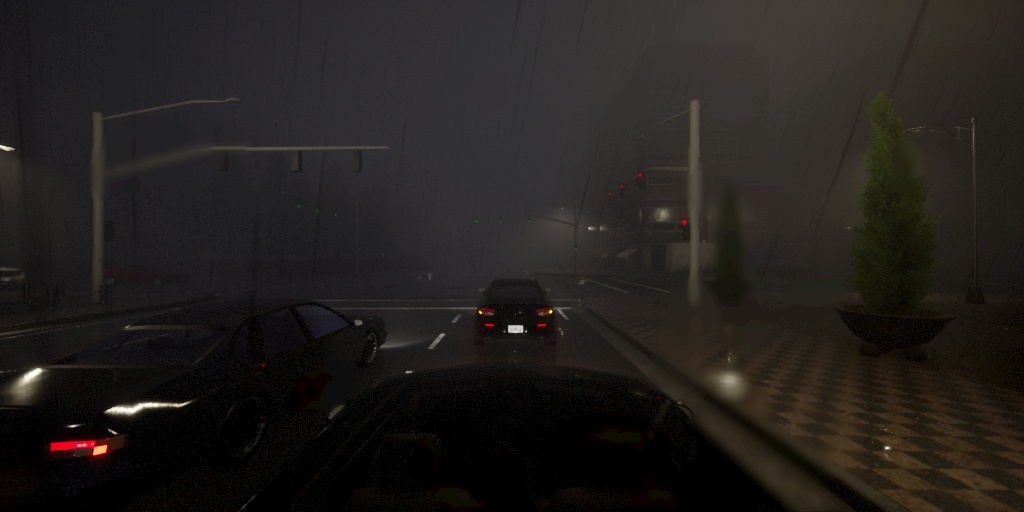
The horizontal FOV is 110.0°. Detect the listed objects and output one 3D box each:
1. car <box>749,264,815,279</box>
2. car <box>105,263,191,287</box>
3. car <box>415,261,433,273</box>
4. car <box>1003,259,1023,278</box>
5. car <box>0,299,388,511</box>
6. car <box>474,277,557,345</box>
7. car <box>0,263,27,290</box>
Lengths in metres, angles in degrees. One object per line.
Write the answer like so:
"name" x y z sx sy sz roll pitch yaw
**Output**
"car" 24.042 1.405 32.080 4.718 1.301 1.895 0 0 0
"car" -24.950 1.283 24.550 5.008 1.535 1.882 0 0 0
"car" -10.851 1.375 44.652 1.994 1.385 4.181 0 1 -11
"car" 48.475 1.030 32.153 5.566 2.045 2.150 0 0 0
"car" -3.437 1.297 4.813 2.033 1.411 5.357 0 0 0
"car" 0.077 1.276 9.367 1.812 1.442 4.674 0 0 0
"car" -32.296 1.026 21.001 5.566 2.045 2.150 0 0 0
